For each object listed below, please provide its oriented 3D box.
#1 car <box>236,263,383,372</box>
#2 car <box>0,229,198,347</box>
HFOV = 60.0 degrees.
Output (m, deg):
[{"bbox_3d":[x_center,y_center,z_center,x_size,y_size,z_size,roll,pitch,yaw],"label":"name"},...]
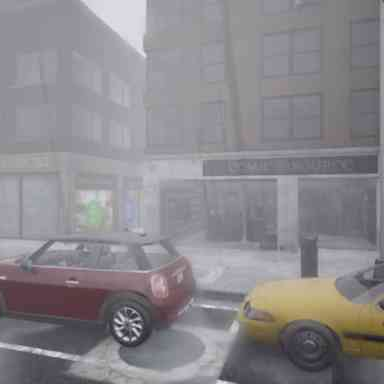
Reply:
[{"bbox_3d":[3.059,1.524,4.462,4.829,1.417,1.752,0,0,17],"label":"car"},{"bbox_3d":[-2.047,1.438,6.072,4.097,1.590,1.967,0,0,17],"label":"car"}]
